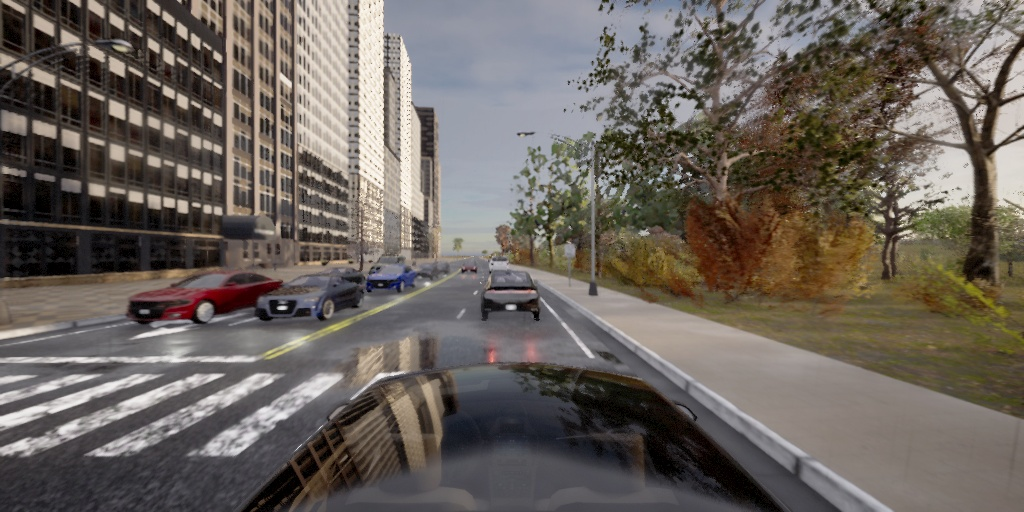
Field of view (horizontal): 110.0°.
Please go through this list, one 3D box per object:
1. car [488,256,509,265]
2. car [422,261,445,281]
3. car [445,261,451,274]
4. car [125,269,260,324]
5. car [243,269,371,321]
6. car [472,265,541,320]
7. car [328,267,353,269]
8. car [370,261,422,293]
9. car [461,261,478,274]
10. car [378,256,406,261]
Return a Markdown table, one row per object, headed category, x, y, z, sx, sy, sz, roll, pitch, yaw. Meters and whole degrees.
| category | x | y | z | sx | sy | sz | roll | pitch | yaw |
| --- | --- | --- | --- | --- | --- | --- | --- | --- | --- |
| car | -1.454 | 1.011 | 39.649 | 2.150 | 2.045 | 5.566 | 0 | 0 | -4 |
| car | -7.464 | 1.337 | 31.387 | 2.033 | 1.411 | 5.357 | 0 | 0 | -3 |
| car | -8.196 | 1.290 | 41.419 | 2.128 | 1.511 | 4.902 | 0 | 0 | -4 |
| car | -10.005 | 1.250 | 12.264 | 1.882 | 1.535 | 5.008 | 0 | 0 | 0 |
| car | -6.770 | 1.334 | 12.459 | 1.994 | 1.385 | 4.181 | 0 | 0 | -2 |
| car | -0.076 | 1.256 | 12.651 | 2.128 | 1.511 | 4.902 | 0 | 0 | -1 |
| car | -10.274 | 1.347 | 21.250 | 1.994 | 1.385 | 4.181 | 0 | 0 | -2 |
| car | -7.033 | 1.258 | 21.433 | 1.882 | 1.535 | 5.008 | 0 | 0 | -2 |
| car | -5.026 | 1.396 | 42.536 | 1.895 | 1.301 | 4.718 | 0 | 0 | -5 |
| car | -10.740 | 1.014 | 31.705 | 2.150 | 2.045 | 5.566 | 0 | 0 | -4 |
